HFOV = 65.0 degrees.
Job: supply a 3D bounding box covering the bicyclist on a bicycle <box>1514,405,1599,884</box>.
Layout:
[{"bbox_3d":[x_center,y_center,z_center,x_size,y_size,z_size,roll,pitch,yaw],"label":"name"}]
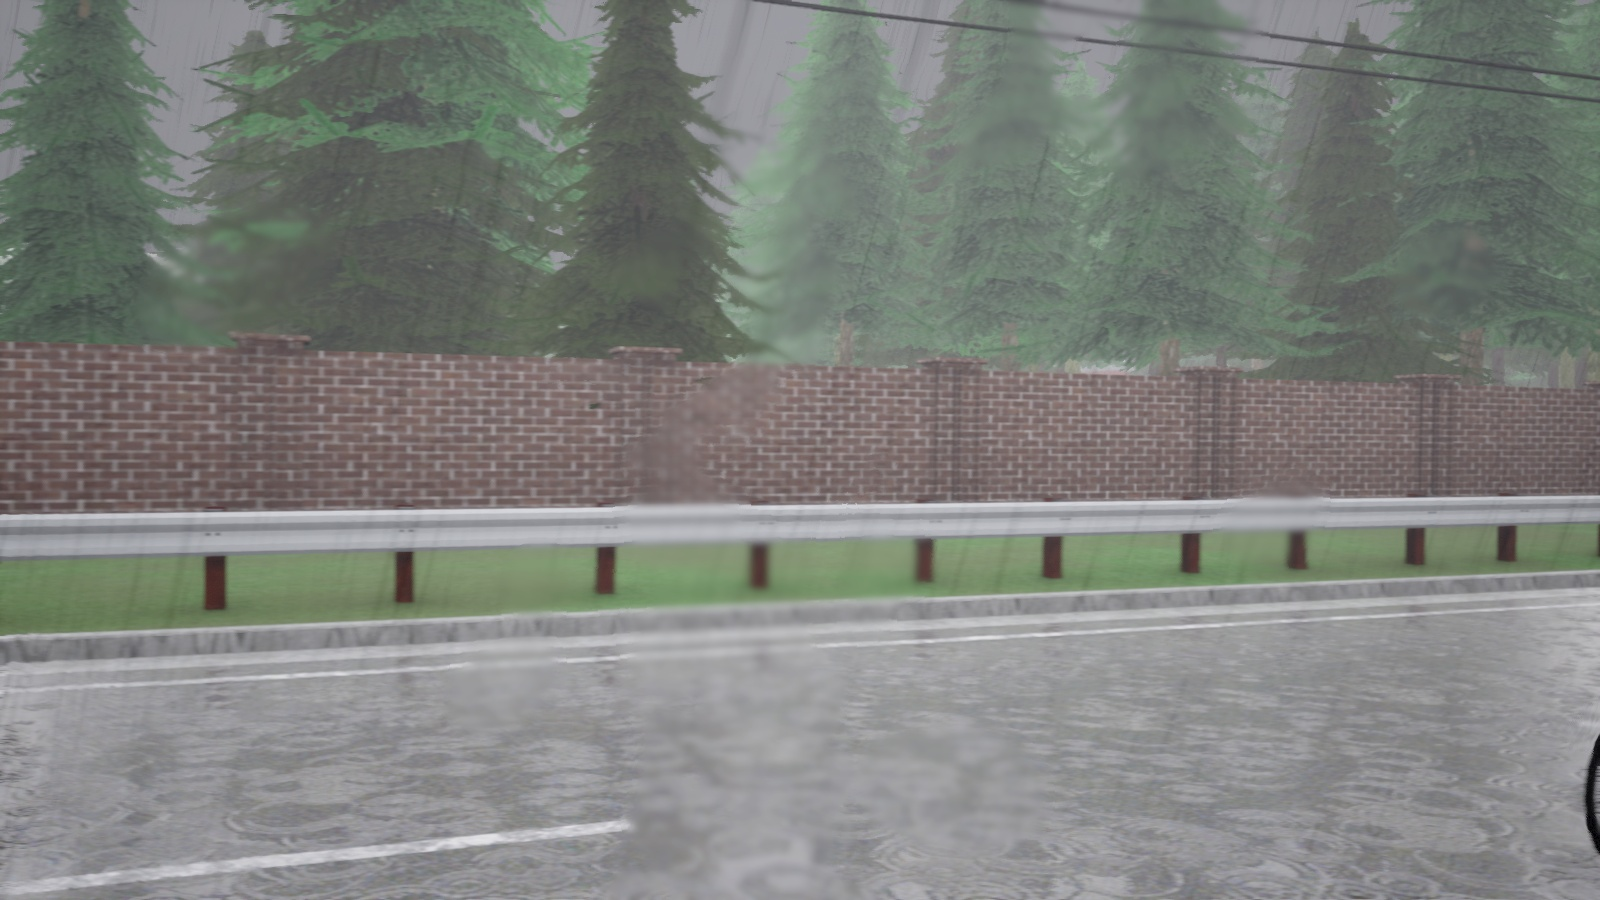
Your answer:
[{"bbox_3d":[3.457,0.639,4.551,1.656,1.620,0.582,-1,1,-21],"label":"bicyclist on a bicycle"}]
